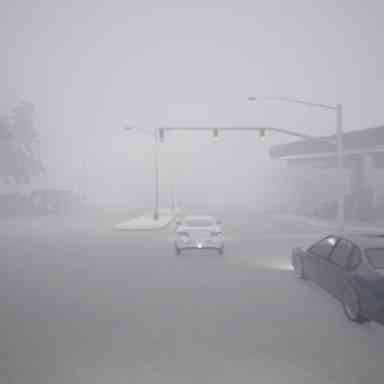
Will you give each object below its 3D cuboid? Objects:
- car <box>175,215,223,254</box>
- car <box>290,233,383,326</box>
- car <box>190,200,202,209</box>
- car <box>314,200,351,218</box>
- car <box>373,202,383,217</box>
[{"bbox_3d":[0.293,1.691,14.153,1.812,1.442,4.674,0,-1,1],"label":"car"},{"bbox_3d":[3.718,1.618,7.228,2.033,1.411,5.357,0,-1,1],"label":"car"},{"bbox_3d":[0.766,2.196,57.778,1.812,1.442,4.674,0,-1,1],"label":"car"},{"bbox_3d":[13.649,1.617,32.539,2.242,1.667,4.611,0,-1,1],"label":"car"},{"bbox_3d":[19.404,1.762,33.226,1.970,1.475,3.806,0,-1,1],"label":"car"}]
